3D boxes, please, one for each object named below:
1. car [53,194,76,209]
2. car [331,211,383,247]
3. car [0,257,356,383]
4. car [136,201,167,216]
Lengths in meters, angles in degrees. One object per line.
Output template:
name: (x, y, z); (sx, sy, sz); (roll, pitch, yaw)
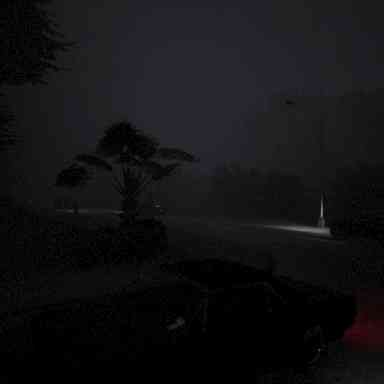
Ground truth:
car: (-17.960, 1.342, 46.952); (2.150, 2.045, 5.566); (1, -1, -35)
car: (8.718, 1.644, 15.832); (2.128, 1.511, 4.902); (1, 0, -15)
car: (-0.102, 1.622, 4.182); (4.718, 1.301, 1.895); (1, 0, -33)
car: (-4.508, 1.648, 35.267); (2.128, 1.511, 4.902); (1, 0, -36)
